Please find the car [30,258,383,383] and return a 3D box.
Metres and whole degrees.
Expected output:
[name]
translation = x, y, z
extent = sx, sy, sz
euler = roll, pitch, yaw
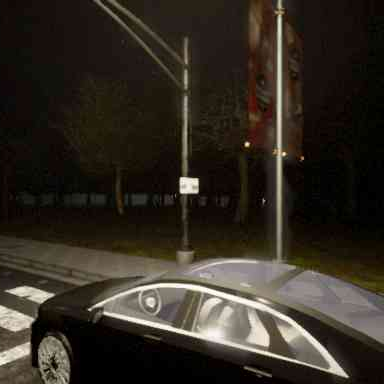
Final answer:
[car]
translation = 0.198, 1.500, 3.540
extent = 4.902, 1.511, 2.128
euler = 0, 0, 35
